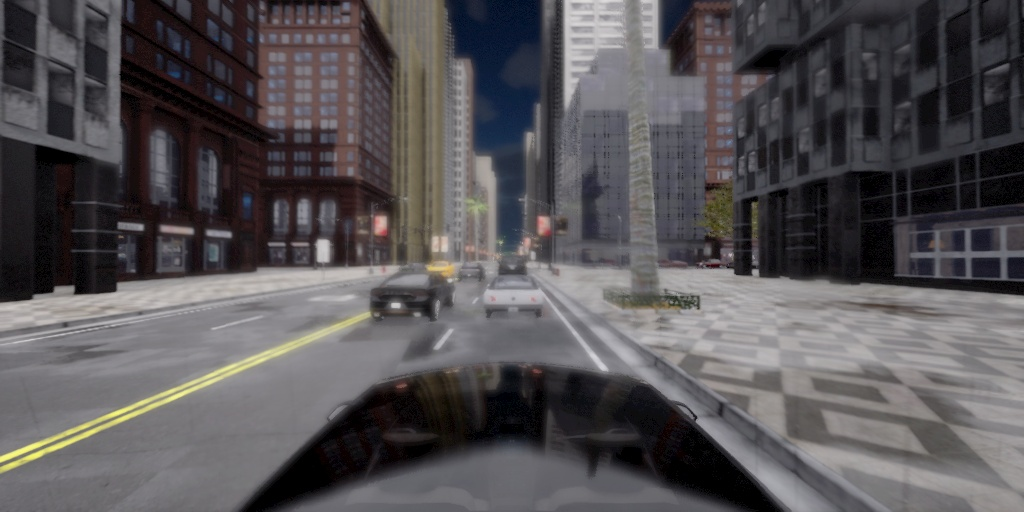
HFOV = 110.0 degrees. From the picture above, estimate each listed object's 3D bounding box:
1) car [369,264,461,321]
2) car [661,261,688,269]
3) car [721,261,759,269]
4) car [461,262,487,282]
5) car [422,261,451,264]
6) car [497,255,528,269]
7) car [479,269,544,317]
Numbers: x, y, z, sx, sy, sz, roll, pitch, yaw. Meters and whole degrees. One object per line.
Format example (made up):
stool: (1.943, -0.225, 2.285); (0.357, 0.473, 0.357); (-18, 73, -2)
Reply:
car: (-3.197, 1.213, 12.433); (1.882, 1.535, 5.008); (0, 0, 1)
car: (26.451, 1.410, 58.384); (4.207, 1.307, 1.802); (0, 0, -1)
car: (32.218, 1.272, 49.949); (4.313, 1.339, 1.948); (0, 0, -1)
car: (-3.188, 1.247, 29.251); (2.128, 1.511, 4.902); (0, 0, 0)
car: (-6.586, 1.246, 33.334); (1.882, 1.535, 5.008); (0, 0, 0)
car: (0.055, 0.971, 27.818); (2.150, 2.045, 5.566); (0, -1, 0)
car: (0.059, 1.336, 13.096); (1.895, 1.301, 4.718); (0, 0, 0)
